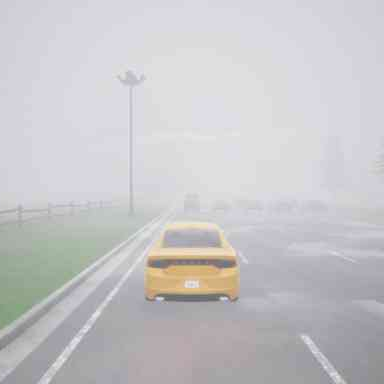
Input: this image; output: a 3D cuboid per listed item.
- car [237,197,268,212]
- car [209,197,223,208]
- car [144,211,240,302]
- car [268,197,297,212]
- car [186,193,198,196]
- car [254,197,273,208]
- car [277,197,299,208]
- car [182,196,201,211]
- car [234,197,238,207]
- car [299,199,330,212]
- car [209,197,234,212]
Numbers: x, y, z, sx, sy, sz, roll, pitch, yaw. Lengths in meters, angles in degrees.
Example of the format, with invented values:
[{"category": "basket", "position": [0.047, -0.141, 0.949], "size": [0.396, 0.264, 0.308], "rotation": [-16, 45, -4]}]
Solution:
[{"category": "car", "position": [6.997, 1.547, 39.083], "size": [2.033, 1.411, 5.357], "rotation": [0, 0, 0]}, {"category": "car", "position": [3.493, 1.526, 49.680], "size": [1.812, 1.442, 4.674], "rotation": [0, 0, 0]}, {"category": "car", "position": [-0.002, 1.478, 8.351], "size": [1.882, 1.535, 5.008], "rotation": [0, 0, 0]}, {"category": "car", "position": [10.496, 1.526, 39.162], "size": [1.812, 1.442, 4.674], "rotation": [0, 0, 0]}, {"category": "car", "position": [-0.013, 1.221, 48.807], "size": [2.150, 2.045, 5.566], "rotation": [0, 0, 0]}, {"category": "car", "position": [10.490, 1.526, 49.214], "size": [1.812, 1.442, 4.674], "rotation": [0, 0, 0]}, {"category": "car", "position": [13.988, 1.505, 48.825], "size": [1.837, 1.490, 4.892], "rotation": [0, 0, 0]}, {"category": "car", "position": [-0.009, 1.505, 38.375], "size": [1.837, 1.490, 4.892], "rotation": [0, 0, 0]}, {"category": "car", "position": [6.993, 1.491, 49.405], "size": [2.128, 1.511, 4.902], "rotation": [0, 0, 0]}, {"category": "car", "position": [13.989, 1.547, 38.220], "size": [2.033, 1.411, 5.357], "rotation": [0, 0, 0]}, {"category": "car", "position": [3.498, 1.564, 39.646], "size": [1.994, 1.385, 4.181], "rotation": [0, 0, 0]}]
